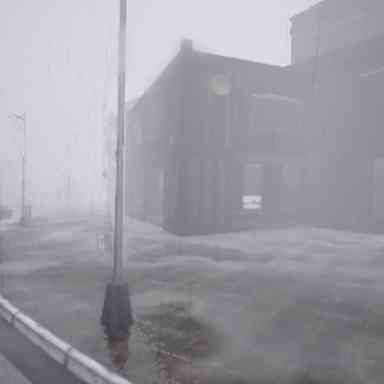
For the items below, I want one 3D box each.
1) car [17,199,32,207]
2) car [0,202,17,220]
[{"bbox_3d":[-28.179,1.896,55.756,1.812,1.442,4.674,1,-1,-14],"label":"car"},{"bbox_3d":[-17.526,1.755,29.774,1.994,1.385,4.181,1,-1,-16],"label":"car"}]
